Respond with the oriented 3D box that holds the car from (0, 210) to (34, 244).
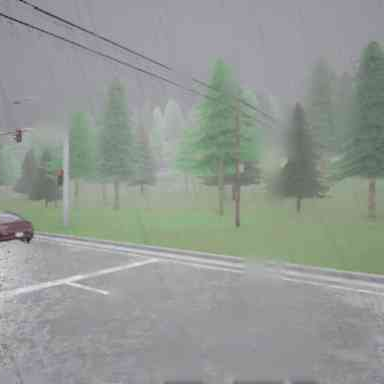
[{"bbox_3d":[-8.704,1.511,14.501,4.674,1.442,1.812,0,0,36],"label":"car"}]
